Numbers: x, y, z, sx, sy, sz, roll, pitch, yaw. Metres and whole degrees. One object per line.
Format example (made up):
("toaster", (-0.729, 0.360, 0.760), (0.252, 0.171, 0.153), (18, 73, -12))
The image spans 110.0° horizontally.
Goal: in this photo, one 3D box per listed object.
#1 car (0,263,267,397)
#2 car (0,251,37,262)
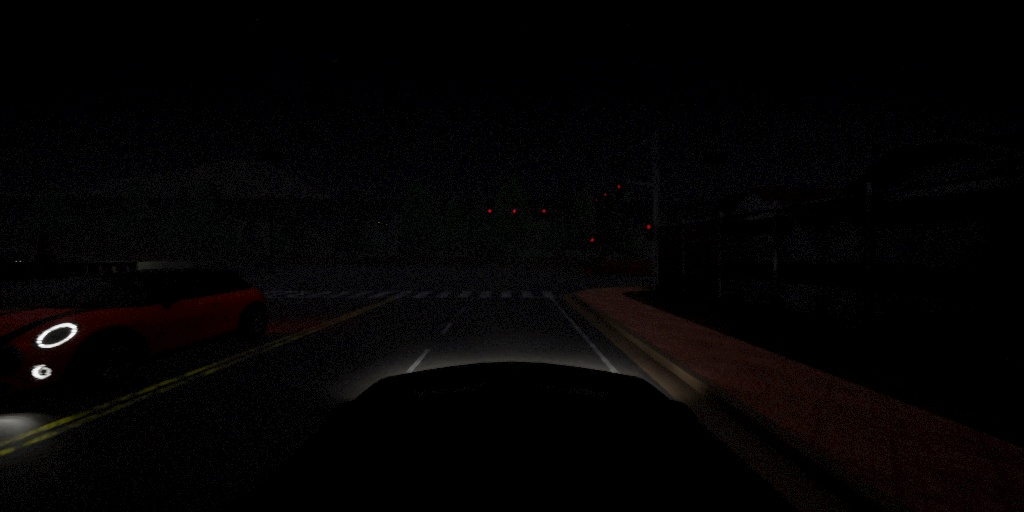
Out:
("car", (-7.000, 1.062, 6.769), (2.097, 1.767, 4.553), (0, 1, 0))
("car", (-43.970, 0.418, 31.346), (4.553, 1.767, 2.097), (3, 0, -1))
